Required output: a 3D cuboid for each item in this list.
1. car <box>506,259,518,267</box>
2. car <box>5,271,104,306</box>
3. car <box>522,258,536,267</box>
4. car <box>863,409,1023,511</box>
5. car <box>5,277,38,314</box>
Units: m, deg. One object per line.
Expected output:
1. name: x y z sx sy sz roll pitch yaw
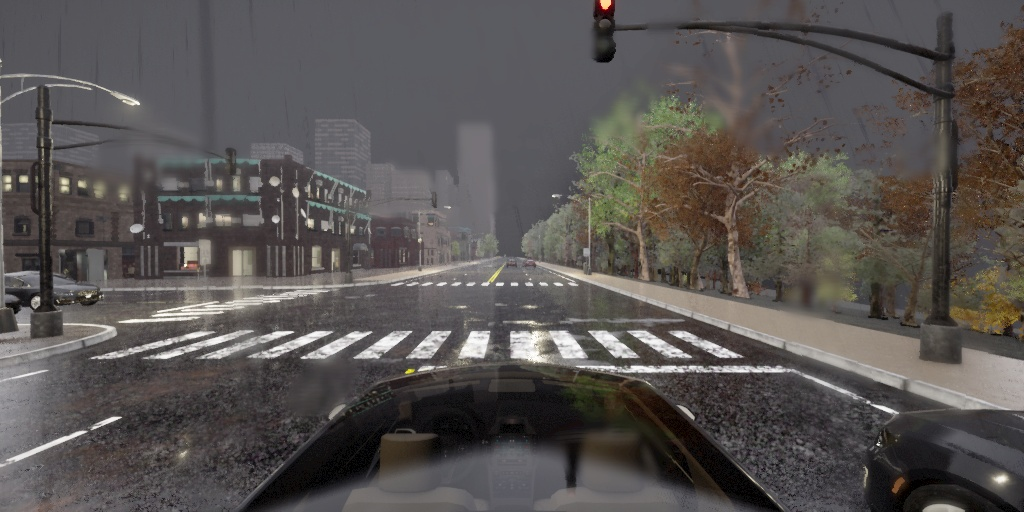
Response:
1. car: -0.048 1.231 63.053 1.837 1.490 4.892 0 0 0
2. car: -20.315 1.480 15.131 4.892 1.490 1.837 -1 1 0
3. car: 3.204 1.252 63.367 1.812 1.442 4.674 0 0 0
4. car: 3.353 1.255 0.435 1.837 1.490 4.892 0 0 0
5. car: -19.973 1.565 12.427 4.313 1.339 1.948 0 0 0
